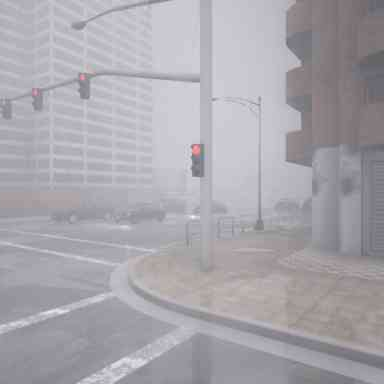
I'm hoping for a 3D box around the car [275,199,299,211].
[{"bbox_3d":[11.620,1.526,40.716,1.812,1.442,4.674,0,0,35],"label":"car"}]

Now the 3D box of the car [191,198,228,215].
[{"bbox_3d":[1.855,1.564,33.247,1.994,1.385,4.181,0,0,36],"label":"car"}]

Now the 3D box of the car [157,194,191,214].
[{"bbox_3d":[-2.566,1.352,33.074,2.097,1.767,4.553,0,0,35],"label":"car"}]

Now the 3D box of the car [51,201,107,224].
[{"bbox_3d":[-8.141,1.478,25.206,1.882,1.535,5.008,0,0,35],"label":"car"}]

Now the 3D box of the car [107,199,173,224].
[{"bbox_3d":[-3.840,1.526,25.193,1.812,1.442,4.674,0,0,35],"label":"car"}]

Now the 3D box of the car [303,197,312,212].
[{"bbox_3d":[14.500,1.352,38.698,2.097,1.767,4.553,0,0,35],"label":"car"}]
